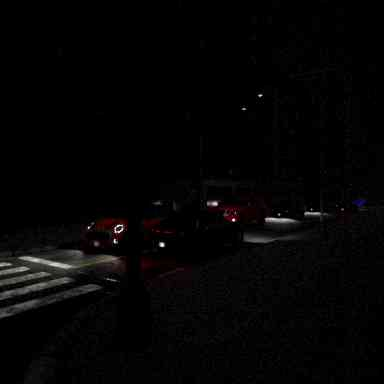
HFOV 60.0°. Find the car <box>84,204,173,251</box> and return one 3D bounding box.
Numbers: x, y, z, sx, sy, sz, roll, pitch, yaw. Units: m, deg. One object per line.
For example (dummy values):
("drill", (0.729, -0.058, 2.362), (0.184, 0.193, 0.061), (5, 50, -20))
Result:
("car", (-2.306, 1.345, 14.213), (2.097, 1.767, 4.553), (0, 0, 34))

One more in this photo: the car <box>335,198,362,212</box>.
("car", (17.831, 1.605, 38.348), (1.895, 1.301, 4.718), (0, 0, 35))

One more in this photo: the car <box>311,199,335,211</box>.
("car", (14.733, 1.538, 38.882), (2.033, 1.411, 5.357), (0, 0, 35))

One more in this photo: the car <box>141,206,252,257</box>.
("car", (0.373, 1.510, 13.129), (1.837, 1.490, 4.892), (0, 0, 35))

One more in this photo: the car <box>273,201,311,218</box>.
("car", (8.964, 1.539, 30.591), (2.033, 1.411, 5.357), (0, 0, 35))

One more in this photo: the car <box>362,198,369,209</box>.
("car", (23.574, 1.536, 46.750), (1.812, 1.442, 4.674), (0, 0, 35))

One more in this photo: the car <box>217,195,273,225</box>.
("car", (3.139, 1.214, 22.156), (2.150, 2.045, 5.566), (0, 0, 35))
